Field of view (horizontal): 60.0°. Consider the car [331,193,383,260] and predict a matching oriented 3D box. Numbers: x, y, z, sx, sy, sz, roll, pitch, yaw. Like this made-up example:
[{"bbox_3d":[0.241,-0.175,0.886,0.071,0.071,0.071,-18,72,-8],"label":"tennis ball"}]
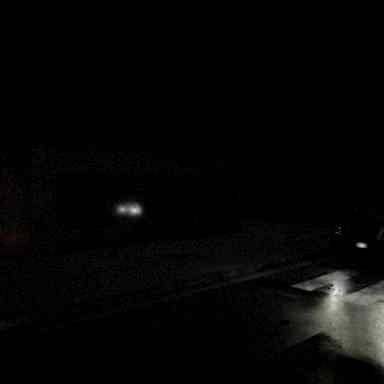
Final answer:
[{"bbox_3d":[6.717,1.038,10.601,5.566,2.045,2.150,-1,0,-38],"label":"car"}]
